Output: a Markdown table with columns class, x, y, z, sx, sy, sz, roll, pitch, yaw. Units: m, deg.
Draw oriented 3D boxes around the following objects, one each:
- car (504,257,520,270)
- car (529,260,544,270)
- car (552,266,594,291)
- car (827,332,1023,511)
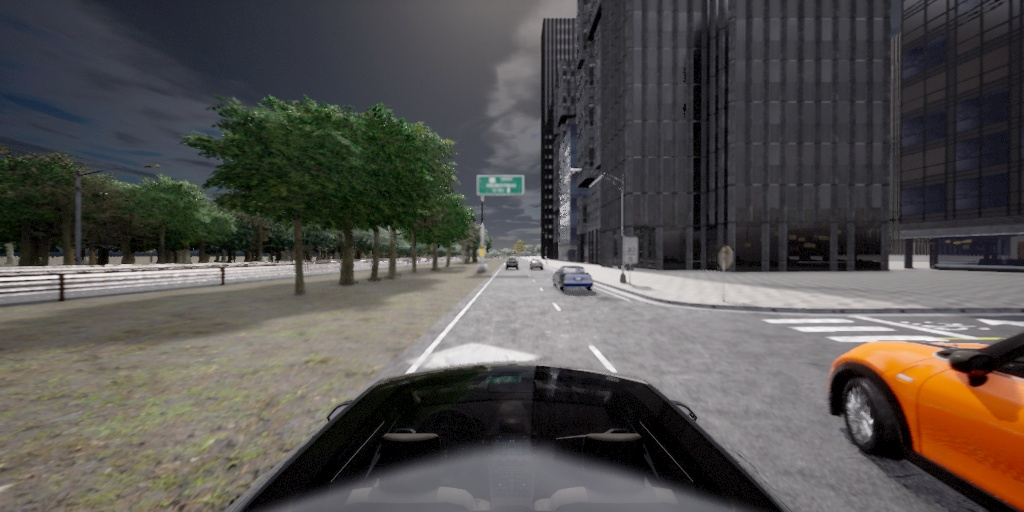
| class | x | y | z | sx | sy | sz | roll | pitch | yaw |
| --- | --- | --- | --- | --- | --- | --- | --- | --- | --- |
| car | 0.007 | 1.212 | 51.664 | 1.837 | 1.490 | 4.892 | 0 | 0 | 0 |
| car | 3.507 | 1.255 | 51.664 | 2.033 | 1.411 | 5.357 | 0 | 0 | 0 |
| car | 3.602 | 1.293 | 21.939 | 2.033 | 1.411 | 5.357 | 0 | 0 | 0 |
| car | 4.278 | 1.102 | 2.056 | 2.097 | 1.767 | 4.553 | 0 | 0 | 10 |
